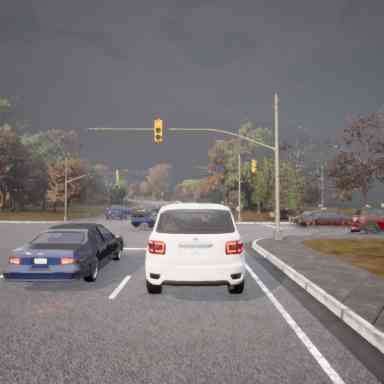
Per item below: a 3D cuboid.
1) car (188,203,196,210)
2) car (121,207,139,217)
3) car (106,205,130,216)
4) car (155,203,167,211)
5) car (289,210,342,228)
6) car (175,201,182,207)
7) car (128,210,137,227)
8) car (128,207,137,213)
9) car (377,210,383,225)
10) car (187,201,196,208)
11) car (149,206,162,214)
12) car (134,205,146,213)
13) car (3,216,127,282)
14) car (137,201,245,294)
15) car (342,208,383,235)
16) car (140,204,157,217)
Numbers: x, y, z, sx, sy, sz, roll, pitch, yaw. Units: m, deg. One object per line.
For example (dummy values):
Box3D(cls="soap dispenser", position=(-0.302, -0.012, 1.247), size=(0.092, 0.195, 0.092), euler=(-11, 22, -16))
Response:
Box3D(cls="car", position=(-0.038, 3.332, 77.628), size=(1.837, 1.490, 4.892), euler=(0, 0, 0))
Box3D(cls="car", position=(-10.606, 3.369, 57.427), size=(2.033, 1.411, 5.357), euler=(0, -1, 1))
Box3D(cls="car", position=(-10.631, 2.808, 47.134), size=(2.150, 2.045, 5.566), euler=(0, -2, -2))
Box3D(cls="car", position=(-7.037, 3.381, 75.923), size=(2.033, 1.411, 5.357), euler=(0, 0, 0))
Box3D(cls="car", position=(11.702, 2.387, 29.125), size=(5.357, 1.411, 2.033), euler=(0, -3, -1))
Box3D(cls="car", position=(-3.637, 3.093, 87.424), size=(1.882, 1.535, 5.008), euler=(0, 0, -3))
Box3D(cls="car", position=(-2.142, 2.277, 25.459), size=(4.718, 1.301, 1.895), euler=(0, -3, 3))
Box3D(cls="car", position=(-7.109, 3.144, 45.776), size=(1.895, 1.301, 4.718), euler=(0, -2, -1))
Box3D(cls="car", position=(21.401, 2.505, 33.008), size=(4.902, 1.511, 2.128), euler=(0, -3, -3))
Box3D(cls="car", position=(-0.161, 3.287, 87.779), size=(1.837, 1.490, 4.892), euler=(0, 0, -3))
Box3D(cls="car", position=(-7.072, 3.481, 65.226), size=(1.895, 1.301, 4.718), euler=(0, 0, 1))
Box3D(cls="car", position=(-10.543, 3.481, 67.710), size=(1.895, 1.301, 4.718), euler=(0, 0, 0))
Box3D(cls="car", position=(-3.422, 1.664, 10.015), size=(2.033, 1.411, 5.357), euler=(0, -1, 0))
Box3D(cls="car", position=(0.078, 1.320, 9.162), size=(2.150, 2.045, 5.566), euler=(0, -1, 0))
Box3D(cls="car", position=(12.854, 1.874, 22.001), size=(4.553, 1.767, 2.097), euler=(0, -3, -1))
Box3D(cls="car", position=(-7.117, 3.007, 55.304), size=(2.150, 2.045, 5.566), euler=(0, -1, 0))
